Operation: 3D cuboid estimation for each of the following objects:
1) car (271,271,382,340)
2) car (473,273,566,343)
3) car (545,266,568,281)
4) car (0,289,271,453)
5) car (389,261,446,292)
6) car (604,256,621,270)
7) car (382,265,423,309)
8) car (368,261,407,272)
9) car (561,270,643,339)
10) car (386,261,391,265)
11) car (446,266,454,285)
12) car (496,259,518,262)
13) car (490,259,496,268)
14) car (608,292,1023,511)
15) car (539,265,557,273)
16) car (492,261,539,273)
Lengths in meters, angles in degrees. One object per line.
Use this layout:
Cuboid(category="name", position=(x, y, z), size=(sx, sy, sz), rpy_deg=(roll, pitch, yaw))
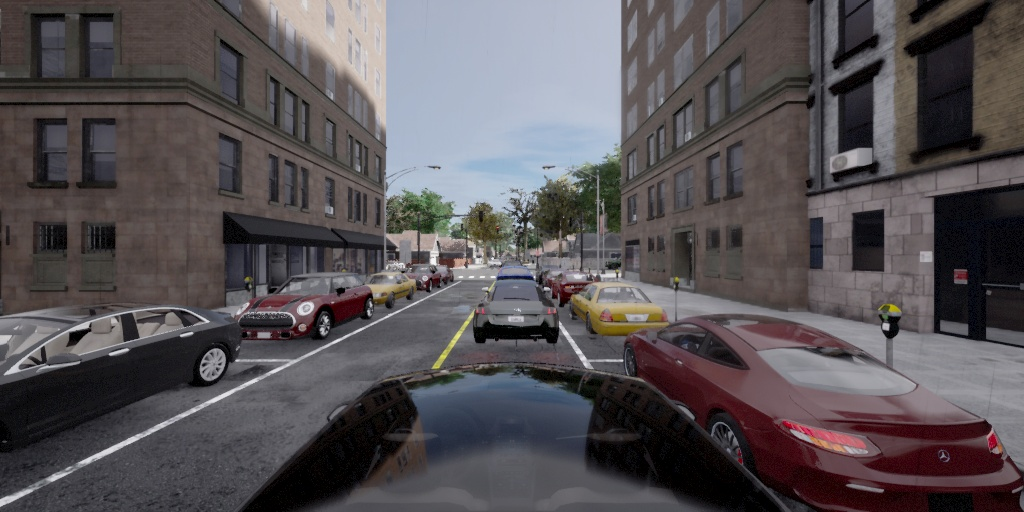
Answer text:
Cuboid(category="car", position=(-5.369, 1.192, 9.762), size=(1.967, 1.591, 4.097), rpy_deg=(0, 0, 0))
Cuboid(category="car", position=(0.110, 1.316, 9.660), size=(1.994, 1.385, 4.181), rpy_deg=(0, 0, 1))
Cuboid(category="car", position=(2.671, 1.300, 15.262), size=(1.888, 1.381, 4.507), rpy_deg=(0, 0, 0))
Cuboid(category="car", position=(-5.384, 1.301, 4.243), size=(2.007, 1.370, 4.403), rpy_deg=(0, 0, 0))
Cuboid(category="car", position=(-5.340, 1.198, 20.800), size=(1.967, 1.591, 4.097), rpy_deg=(0, 0, 0))
Cuboid(category="car", position=(15.607, 0.895, 49.239), size=(5.566, 2.045, 2.150), rpy_deg=(0, 0, 0))
Cuboid(category="car", position=(-5.355, 1.280, 15.111), size=(1.751, 1.417, 4.829), rpy_deg=(0, 0, 0))
Cuboid(category="car", position=(-17.026, 1.393, 49.239), size=(4.674, 1.442, 1.812), rpy_deg=(0, 0, 1))
Cuboid(category="car", position=(2.656, 1.278, 9.914), size=(1.751, 1.417, 4.829), rpy_deg=(0, 0, 0))
Cuboid(category="car", position=(-17.091, 1.467, 42.640), size=(4.718, 1.301, 1.895), rpy_deg=(0, 0, -2))
Cuboid(category="car", position=(-5.325, 1.343, 26.319), size=(1.802, 1.307, 4.207), rpy_deg=(0, 0, 0))
Cuboid(category="car", position=(0.069, 1.114, 27.878), size=(2.097, 1.767, 4.553), rpy_deg=(0, 0, 0))
Cuboid(category="car", position=(-2.923, 1.330, 63.199), size=(1.812, 1.442, 4.674), rpy_deg=(0, 0, 1))
Cuboid(category="car", position=(2.641, 1.332, 4.225), size=(1.802, 1.307, 4.207), rpy_deg=(0, 0, 0))
Cuboid(category="car", position=(2.685, 1.340, 20.780), size=(1.802, 1.307, 4.207), rpy_deg=(0, 0, 0))
Cuboid(category="car", position=(0.122, 1.235, 18.653), size=(1.882, 1.535, 5.008), rpy_deg=(0, 0, -1))
